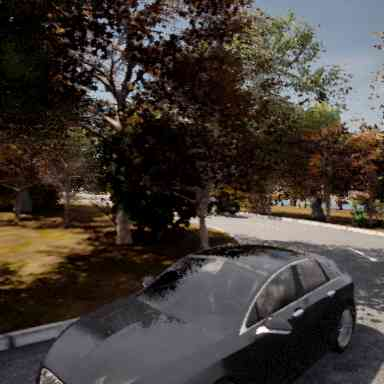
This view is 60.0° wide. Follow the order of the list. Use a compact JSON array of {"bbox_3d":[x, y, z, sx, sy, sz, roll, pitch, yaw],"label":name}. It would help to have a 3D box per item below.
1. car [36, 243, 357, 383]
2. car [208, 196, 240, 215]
[{"bbox_3d":[0.598,1.542,4.375,1.837,1.490,4.892,3,1,44],"label":"car"},{"bbox_3d":[1.690,0.945,26.516,1.882,1.535,5.008,2,1,-34],"label":"car"}]
